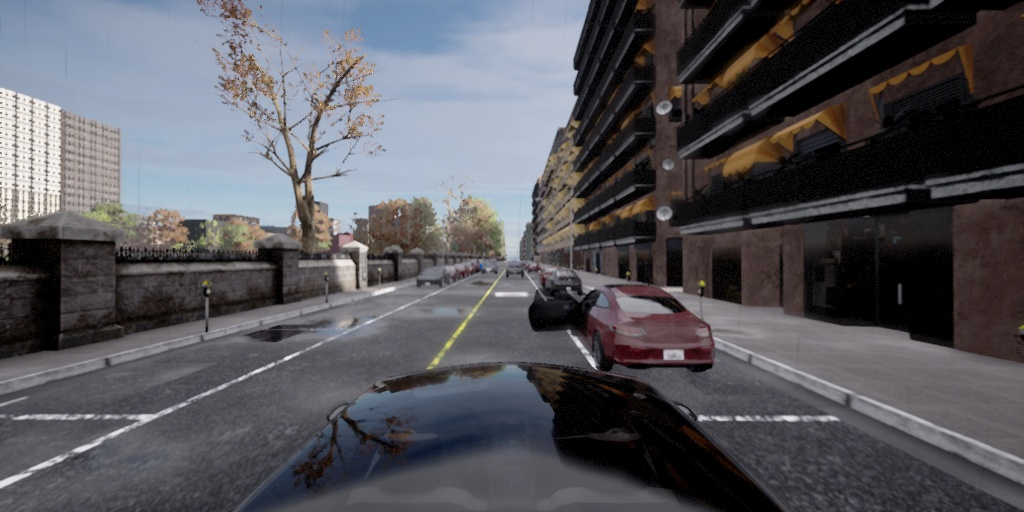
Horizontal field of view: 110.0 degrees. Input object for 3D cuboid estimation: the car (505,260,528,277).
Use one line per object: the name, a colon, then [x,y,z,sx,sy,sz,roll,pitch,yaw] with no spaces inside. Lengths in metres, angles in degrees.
car: [0.328,1.445,38.131,2.128,1.511,4.902,0,0,1]

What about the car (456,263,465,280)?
car: [-5.486,1.499,31.335,1.802,1.307,4.207,0,0,0]

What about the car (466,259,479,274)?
car: [-5.409,1.427,42.591,1.967,1.591,4.097,0,0,0]

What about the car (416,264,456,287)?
car: [-5.524,1.452,25.705,1.948,1.339,4.313,0,0,0]

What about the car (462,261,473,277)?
car: [-5.448,1.495,36.963,1.888,1.381,4.507,0,0,0]

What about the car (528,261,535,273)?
car: [3.008,1.602,48.164,1.802,1.307,4.207,0,0,0]

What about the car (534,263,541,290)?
car: [2.857,1.425,25.648,1.888,1.381,4.507,0,0,0]

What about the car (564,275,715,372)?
car: [2.396,1.306,7.582,1.812,1.442,4.674,0,0,0]

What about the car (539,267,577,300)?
car: [2.818,1.399,20.018,2.007,1.370,4.403,0,0,0]

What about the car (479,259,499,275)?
car: [-2.716,1.492,44.527,2.128,1.511,4.902,0,-1,1]
